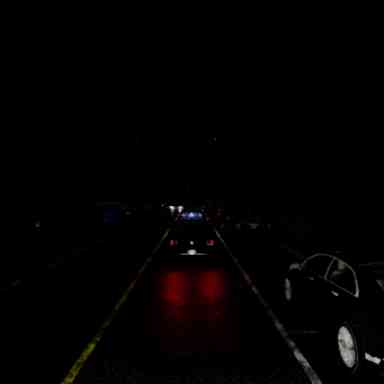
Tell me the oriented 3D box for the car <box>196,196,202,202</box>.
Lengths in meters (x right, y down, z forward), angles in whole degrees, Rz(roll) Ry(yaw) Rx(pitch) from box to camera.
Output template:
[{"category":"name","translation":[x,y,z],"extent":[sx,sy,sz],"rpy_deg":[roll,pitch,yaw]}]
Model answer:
[{"category":"car","translation":[2.344,2.163,67.440],"extent":[1.837,1.490,4.892],"rpy_deg":[0,-1,0]}]

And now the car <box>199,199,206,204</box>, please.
[{"category":"car","translation":[2.746,2.470,90.013],"extent":[1.802,1.307,4.206],"rpy_deg":[0,-1,0]}]

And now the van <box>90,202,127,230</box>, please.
[{"category":"van","translation":[-5.769,1.558,22.372],"extent":[1.690,1.788,3.998],"rpy_deg":[0,-1,0]}]

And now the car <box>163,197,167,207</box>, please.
[{"category":"car","translation":[-5.774,2.070,56.019],"extent":[1.752,1.417,4.829],"rpy_deg":[0,-1,0]}]

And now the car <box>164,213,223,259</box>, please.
[{"category":"car","translation":[0.013,1.730,13.257],"extent":[1.895,1.301,4.718],"rpy_deg":[0,-1,0]}]

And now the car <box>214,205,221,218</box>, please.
[{"category":"car","translation":[2.757,1.783,22.381],"extent":[1.947,1.339,4.313],"rpy_deg":[0,-1,0]}]

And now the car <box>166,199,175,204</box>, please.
[{"category":"car","translation":[-5.779,2.454,90.006],"extent":[1.947,1.339,4.313],"rpy_deg":[0,-1,0]}]

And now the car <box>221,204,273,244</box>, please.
[{"category":"car","translation":[2.757,1.603,16.745],"extent":[1.967,1.590,4.097],"rpy_deg":[0,-1,0]}]

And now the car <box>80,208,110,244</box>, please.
[{"category":"car","translation":[-5.768,1.708,16.734],"extent":[1.887,1.381,4.507],"rpy_deg":[0,-1,0]}]

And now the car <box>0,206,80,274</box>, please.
[{"category":"car","translation":[-5.767,1.424,11.099],"extent":[2.192,1.841,5.009],"rpy_deg":[0,-1,0]}]

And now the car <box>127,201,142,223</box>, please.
[{"category":"car","translation":[-5.770,1.712,28.008],"extent":[1.967,1.590,4.097],"rpy_deg":[0,-1,0]}]

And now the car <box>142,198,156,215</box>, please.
[{"category":"car","translation":[-5.771,1.821,39.281],"extent":[1.967,1.590,4.097],"rpy_deg":[0,-1,0]}]

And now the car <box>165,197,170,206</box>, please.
[{"category":"car","translation":[-5.775,2.153,61.824],"extent":[2.008,1.369,4.403],"rpy_deg":[0,-1,0]}]

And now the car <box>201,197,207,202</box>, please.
[{"category":"car","translation":[2.752,1.931,50.562],"extent":[1.967,1.590,4.097],"rpy_deg":[0,-1,0]}]

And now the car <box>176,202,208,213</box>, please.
[{"category":"car","translation":[0.004,1.815,27.524],"extent":[2.033,1.411,5.357],"rpy_deg":[0,-1,0]}]

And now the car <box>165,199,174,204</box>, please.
[{"category":"car","translation":[-5.778,2.396,84.370],"extent":[1.947,1.339,4.313],"rpy_deg":[0,-1,0]}]

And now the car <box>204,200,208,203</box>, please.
[{"category":"car","translation":[2.754,1.947,39.289],"extent":[1.947,1.339,4.313],"rpy_deg":[0,-1,0]}]

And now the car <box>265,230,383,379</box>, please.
[{"category":"car","translation":[2.759,1.605,5.473],"extent":[2.008,1.369,4.403],"rpy_deg":[0,-1,0]}]

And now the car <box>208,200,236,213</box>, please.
[{"category":"car","translation":[2.755,1.587,28.020],"extent":[2.192,1.841,5.009],"rpy_deg":[0,-1,0]}]

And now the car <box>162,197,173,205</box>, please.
[{"category":"car","translation":[-5.778,2.088,78.736],"extent":[2.192,1.841,5.009],"rpy_deg":[0,-1,0]}]

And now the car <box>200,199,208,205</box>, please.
[{"category":"car","translation":[2.748,2.355,78.741],"extent":[1.802,1.307,4.206],"rpy_deg":[0,-1,0]}]

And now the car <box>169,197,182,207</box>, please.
[{"category":"car","translation":[-3.035,2.133,64.582],"extent":[1.837,1.490,4.892],"rpy_deg":[0,-1,1]}]

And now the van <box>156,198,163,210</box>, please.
[{"category":"van","translation":[-5.774,1.832,50.554],"extent":[1.690,1.788,3.998],"rpy_deg":[0,-1,0]}]
